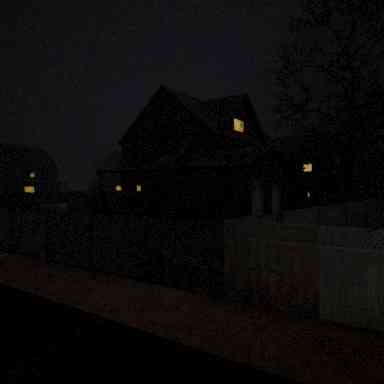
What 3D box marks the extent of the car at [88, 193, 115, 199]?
[{"bbox_3d":[-10.745,0.874,39.885,2.033,1.411,5.357,1,2,35],"label":"car"}]
